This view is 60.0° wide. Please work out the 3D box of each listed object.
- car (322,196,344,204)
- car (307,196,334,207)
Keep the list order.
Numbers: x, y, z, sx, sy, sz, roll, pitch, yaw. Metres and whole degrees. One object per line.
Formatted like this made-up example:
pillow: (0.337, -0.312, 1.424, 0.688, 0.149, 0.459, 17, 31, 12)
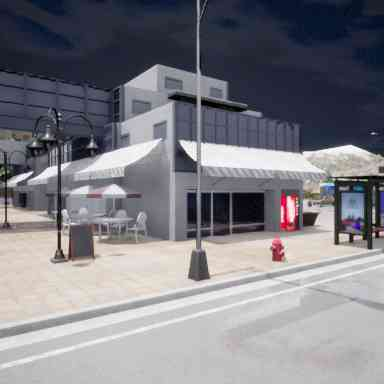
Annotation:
car: (28.470, 1.490, 66.923, 4.514, 1.523, 2.007, 0, 0, -36)
car: (19.184, 1.345, 48.811, 5.027, 1.636, 2.152, 0, 0, -36)
